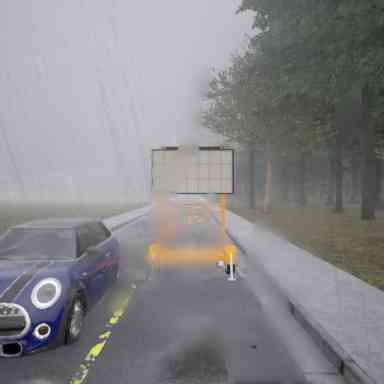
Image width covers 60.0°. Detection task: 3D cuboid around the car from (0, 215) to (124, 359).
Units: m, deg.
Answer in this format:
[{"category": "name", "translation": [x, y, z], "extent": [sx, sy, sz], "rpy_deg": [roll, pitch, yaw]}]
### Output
[{"category": "car", "translation": [-2.738, 1.353, 6.344], "extent": [2.097, 1.767, 4.553], "rpy_deg": [0, 0, 0]}]

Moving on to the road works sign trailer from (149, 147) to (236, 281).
[{"category": "road works sign trailer", "translation": [0.019, 0.466, 9.871], "extent": [2.380, 3.560, 2.880], "rpy_deg": [0, 0, 0]}]
